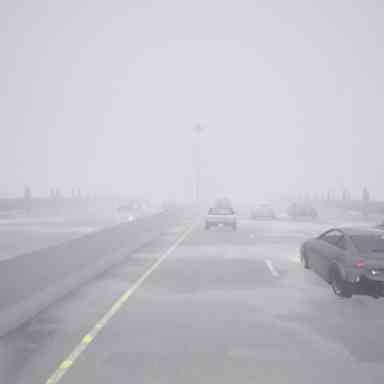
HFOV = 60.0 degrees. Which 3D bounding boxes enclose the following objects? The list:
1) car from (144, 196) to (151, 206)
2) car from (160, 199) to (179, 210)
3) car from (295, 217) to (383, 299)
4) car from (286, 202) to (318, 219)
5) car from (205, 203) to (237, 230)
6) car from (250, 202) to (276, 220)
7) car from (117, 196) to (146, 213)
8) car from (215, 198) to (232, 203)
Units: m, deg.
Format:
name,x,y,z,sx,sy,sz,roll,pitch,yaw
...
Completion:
name,x,y,z,sx,sy,sz,roll,pitch,yaw
car,-8.593,1.473,58.083,2.097,1.767,4.553,0,0,6
car,-2.940,1.613,44.852,1.812,1.442,4.674,0,0,6
car,4.182,1.587,8.512,1.994,1.385,4.181,0,0,5
car,9.794,1.641,29.972,2.033,1.411,5.357,0,0,6
car,1.910,1.638,21.646,1.895,1.301,4.718,0,0,6
car,6.190,1.601,29.254,1.812,1.442,4.674,0,0,6
car,-7.129,1.551,38.377,1.837,1.490,4.892,0,0,6
car,3.809,1.453,40.259,2.097,1.767,4.553,0,0,6
